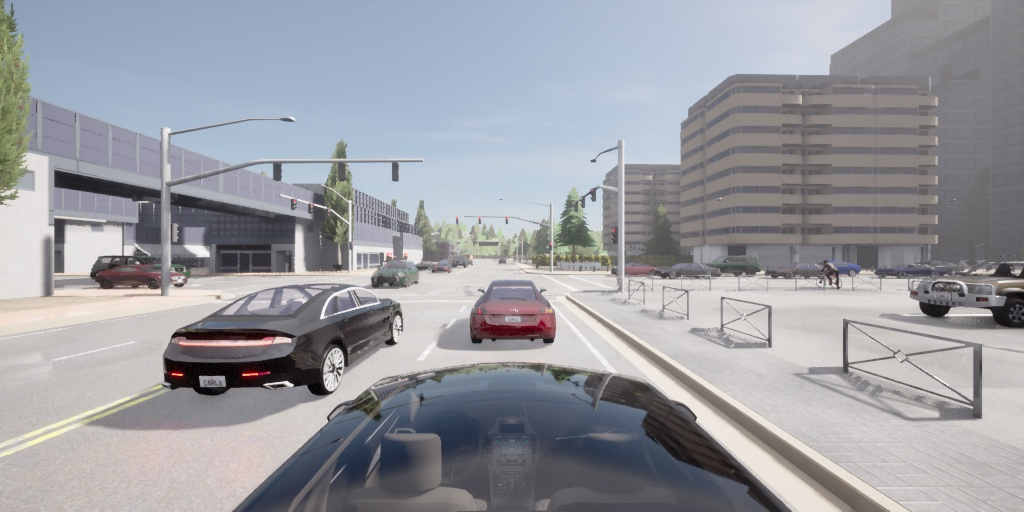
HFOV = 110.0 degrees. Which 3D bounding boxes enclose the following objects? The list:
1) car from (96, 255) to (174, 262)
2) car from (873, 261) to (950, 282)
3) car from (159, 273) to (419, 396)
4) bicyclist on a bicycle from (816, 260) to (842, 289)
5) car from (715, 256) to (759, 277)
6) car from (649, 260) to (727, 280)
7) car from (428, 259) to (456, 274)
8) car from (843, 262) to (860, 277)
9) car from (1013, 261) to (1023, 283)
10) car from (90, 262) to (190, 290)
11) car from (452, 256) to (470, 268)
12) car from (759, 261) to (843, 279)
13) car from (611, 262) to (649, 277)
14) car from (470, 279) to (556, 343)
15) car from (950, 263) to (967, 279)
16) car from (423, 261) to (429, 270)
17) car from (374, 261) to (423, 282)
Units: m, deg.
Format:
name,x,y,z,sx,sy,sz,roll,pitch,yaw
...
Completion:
name,x,y,z,sx,sy,sz,roll,pitch,yaw
car,-26.453,0.971,25.594,5.566,2.045,2.150,0,0,-1
car,35.158,1.351,31.791,4.718,1.301,1.895,0,0,-2
car,-3.476,1.242,6.585,2.128,1.511,4.902,0,0,0
bicyclist on a bicycle,17.920,1.052,20.297,0.582,1.620,1.656,0,0,-2
car,21.077,0.971,34.884,5.566,2.045,2.150,0,0,-2
car,15.225,1.297,31.204,5.357,1.411,2.033,0,0,-2
car,-8.170,1.313,42.076,1.994,1.385,4.181,0,0,-3
car,31.103,1.228,35.178,5.008,1.535,1.882,0,0,-2
car,43.291,1.314,28.395,4.181,1.385,1.994,0,0,-1
car,-22.895,1.276,22.199,4.674,1.442,1.812,0,0,0
car,-8.652,0.973,59.376,2.150,2.045,5.566,0,0,-1
car,25.295,1.297,31.507,5.357,1.411,2.033,0,0,-2
car,11.734,1.314,34.600,4.181,1.385,1.994,0,0,-2
car,0.009,1.314,9.644,1.994,1.385,4.181,0,0,0
car,41.216,1.253,35.445,4.892,1.490,1.837,0,0,-1
car,-11.880,1.351,48.961,1.895,1.301,4.718,0,0,-2
car,-7.504,1.102,23.412,2.097,1.767,4.553,0,0,-2
